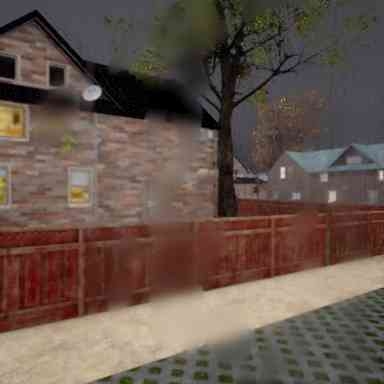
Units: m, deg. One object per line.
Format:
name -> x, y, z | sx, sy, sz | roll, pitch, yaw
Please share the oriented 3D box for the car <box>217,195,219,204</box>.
car -> 2.351, 0.999, 39.219 | 1.812, 1.442, 4.674 | 0, 2, -36
